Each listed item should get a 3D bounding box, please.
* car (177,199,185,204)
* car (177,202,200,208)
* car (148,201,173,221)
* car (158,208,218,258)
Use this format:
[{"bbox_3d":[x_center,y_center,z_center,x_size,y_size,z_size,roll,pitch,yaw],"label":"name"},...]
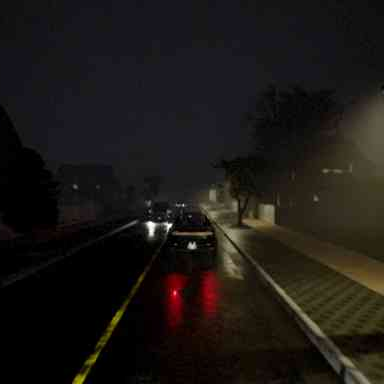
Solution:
[{"bbox_3d":[-2.757,2.546,84.981,1.994,1.385,4.181,0,-1,0],"label":"car"},{"bbox_3d":[0.006,1.846,27.517,2.033,1.411,5.357,0,-1,1],"label":"car"},{"bbox_3d":[-2.772,1.684,30.613,2.097,1.767,4.553,0,-1,0],"label":"car"},{"bbox_3d":[0.022,1.634,13.506,2.128,1.511,4.902,0,0,0],"label":"car"}]
